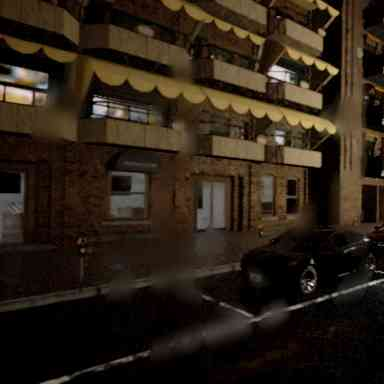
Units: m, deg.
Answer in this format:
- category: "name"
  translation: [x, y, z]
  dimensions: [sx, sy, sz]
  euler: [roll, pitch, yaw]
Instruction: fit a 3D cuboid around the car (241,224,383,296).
- category: "car"
  translation: [3.253, 1.604, 8.837]
  dimensions: [4.313, 1.339, 1.947]
  euler: [0, 1, -36]
